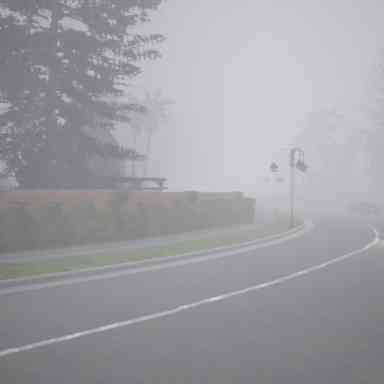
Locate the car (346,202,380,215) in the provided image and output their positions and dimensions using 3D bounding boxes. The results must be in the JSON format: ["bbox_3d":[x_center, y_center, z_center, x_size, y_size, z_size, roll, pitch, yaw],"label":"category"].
[{"bbox_3d":[18.884,1.759,36.869,1.994,1.385,4.181,0,-1,-3],"label":"car"}]
